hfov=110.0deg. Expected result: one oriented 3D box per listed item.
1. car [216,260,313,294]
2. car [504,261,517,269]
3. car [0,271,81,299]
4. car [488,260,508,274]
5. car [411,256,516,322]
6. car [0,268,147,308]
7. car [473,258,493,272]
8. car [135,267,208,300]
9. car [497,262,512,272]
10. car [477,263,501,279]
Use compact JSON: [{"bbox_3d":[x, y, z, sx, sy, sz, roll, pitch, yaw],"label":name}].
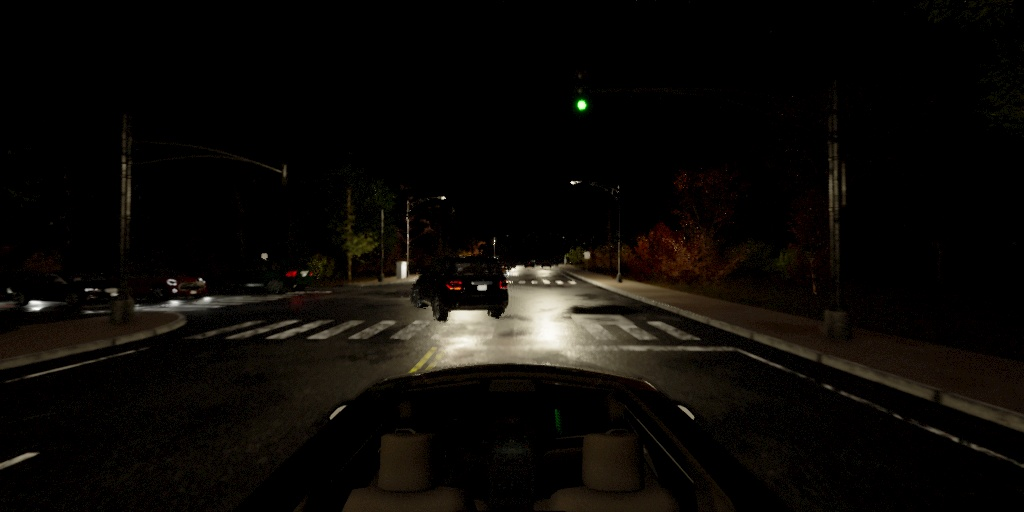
[{"bbox_3d":[-15.411,1.277,22.485,5.566,2.045,2.150,-1,-1,9],"label":"car"},{"bbox_3d":[-0.283,1.681,65.372,1.994,1.385,4.181,0,0,5],"label":"car"},{"bbox_3d":[-28.309,1.643,20.862,4.892,1.490,1.837,-1,-1,8],"label":"car"},{"bbox_3d":[-1.804,1.380,46.623,2.097,1.767,4.553,0,0,4],"label":"car"},{"bbox_3d":[-2.042,1.047,13.007,2.150,2.045,5.566,2,-1,-26],"label":"car"},{"bbox_3d":[-20.039,1.478,16.330,4.902,1.511,2.128,-1,-1,9],"label":"car"},{"bbox_3d":[-4.393,1.295,55.397,2.150,2.045,5.566,0,0,5],"label":"car"},{"bbox_3d":[-19.277,1.389,19.529,4.553,1.767,2.097,-1,-1,8],"label":"car"},{"bbox_3d":[-1.118,1.674,55.577,1.895,1.301,4.718,0,0,5],"label":"car"},{"bbox_3d":[-2.362,1.469,37.646,2.128,1.511,4.902,0,0,1],"label":"car"}]
